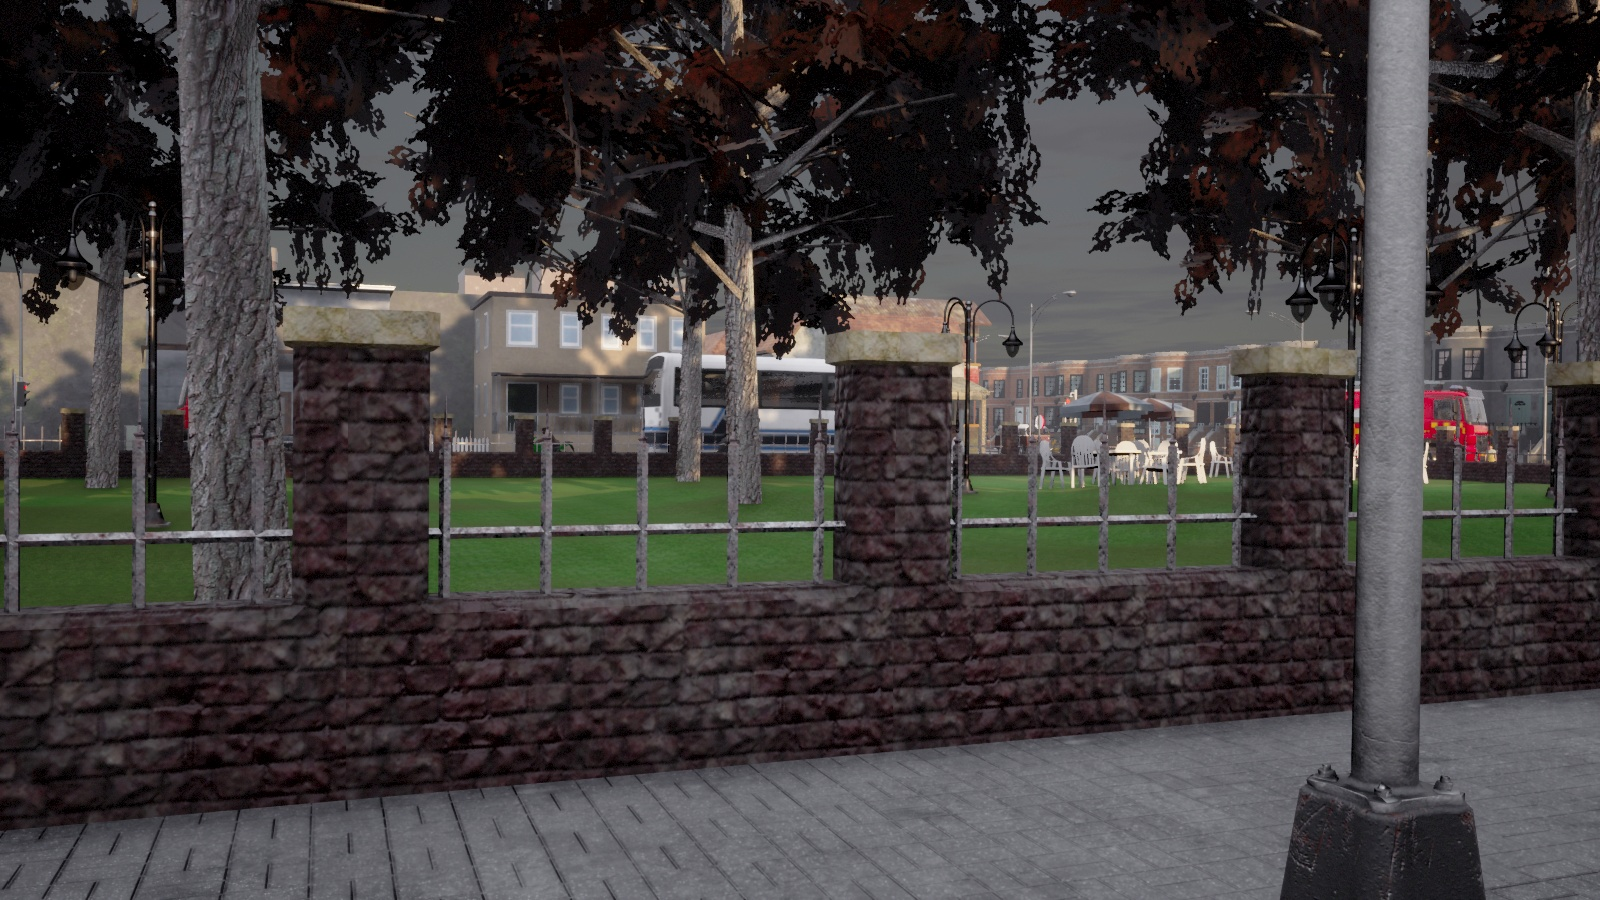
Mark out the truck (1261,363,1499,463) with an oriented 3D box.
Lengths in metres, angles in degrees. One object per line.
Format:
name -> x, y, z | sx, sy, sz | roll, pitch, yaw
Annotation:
truck -> 23.833, -1.469, 51.938 | 8.468, 3.827, 2.891 | 0, 1, 40

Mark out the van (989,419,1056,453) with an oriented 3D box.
van -> 13.800, -0.897, 78.038 | 2.069, 2.038, 4.480 | -1, 1, -21

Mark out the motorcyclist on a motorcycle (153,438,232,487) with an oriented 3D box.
motorcyclist on a motorcycle -> -19.565, 0.386, 40.502 | 2.191, 1.530, 0.866 | -1, 1, -21

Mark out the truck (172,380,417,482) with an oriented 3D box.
truck -> -18.068, -0.726, 45.333 | 7.936, 3.462, 2.891 | -1, 1, -20

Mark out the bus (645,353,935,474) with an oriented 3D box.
bus -> -0.384, -1.351, 47.735 | 10.273, 4.253, 3.944 | 0, 1, -21
